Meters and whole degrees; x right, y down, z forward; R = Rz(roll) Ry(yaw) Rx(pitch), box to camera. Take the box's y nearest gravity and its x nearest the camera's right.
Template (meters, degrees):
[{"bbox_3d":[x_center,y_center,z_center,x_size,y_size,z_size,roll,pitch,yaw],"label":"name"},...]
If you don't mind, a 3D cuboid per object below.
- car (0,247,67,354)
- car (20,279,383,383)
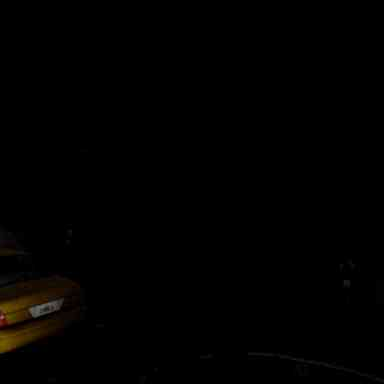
[{"bbox_3d":[-3.826,1.525,5.800,4.829,1.417,1.752,0,0,35],"label":"car"},{"bbox_3d":[0.813,1.566,2.499,4.313,1.339,1.947,0,0,35],"label":"car"}]
